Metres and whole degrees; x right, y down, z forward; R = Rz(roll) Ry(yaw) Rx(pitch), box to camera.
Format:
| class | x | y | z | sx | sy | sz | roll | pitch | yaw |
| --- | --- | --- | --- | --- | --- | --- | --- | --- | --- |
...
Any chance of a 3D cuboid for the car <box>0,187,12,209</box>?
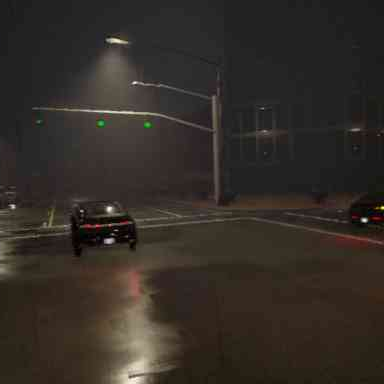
| class | x | y | z | sx | sy | sz | roll | pitch | yaw |
| --- | --- | --- | --- | --- | --- | --- | --- | --- | --- |
| car | -19.093 | 0.561 | 31.802 | 2.150 | 2.045 | 5.566 | -3 | 2 | -21 |

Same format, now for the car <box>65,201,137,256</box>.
| class | x | y | z | sx | sy | sz | roll | pitch | yaw |
| --- | --- | --- | --- | --- | --- | --- | --- | --- | --- |
| car | -3.199 | 1.065 | 11.407 | 2.128 | 1.511 | 4.902 | -3 | 3 | -22 |

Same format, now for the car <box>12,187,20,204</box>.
| class | x | y | z | sx | sy | sz | roll | pitch | yaw |
| --- | --- | --- | --- | --- | --- | --- | --- | --- | --- |
| car | -22.940 | 0.382 | 41.502 | 2.150 | 2.045 | 5.566 | -3 | 2 | -22 |

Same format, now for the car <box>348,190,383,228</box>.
| class | x | y | z | sx | sy | sz | roll | pitch | yaw |
| --- | --- | --- | --- | --- | --- | --- | --- | --- | --- |
| car | 8.221 | 0.619 | 12.992 | 4.892 | 1.490 | 1.837 | -3 | 0 | -29 |
